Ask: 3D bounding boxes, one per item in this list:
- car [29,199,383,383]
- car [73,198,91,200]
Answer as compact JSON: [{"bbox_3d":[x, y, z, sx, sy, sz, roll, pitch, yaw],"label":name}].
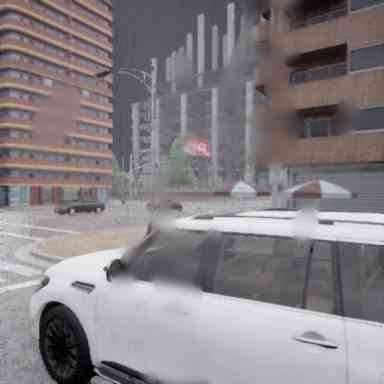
[{"bbox_3d":[0.549,1.209,3.614,5.566,2.045,2.150,1,0,35],"label":"car"},{"bbox_3d":[-10.432,1.343,31.117,1.837,1.490,4.892,1,0,36],"label":"car"}]
